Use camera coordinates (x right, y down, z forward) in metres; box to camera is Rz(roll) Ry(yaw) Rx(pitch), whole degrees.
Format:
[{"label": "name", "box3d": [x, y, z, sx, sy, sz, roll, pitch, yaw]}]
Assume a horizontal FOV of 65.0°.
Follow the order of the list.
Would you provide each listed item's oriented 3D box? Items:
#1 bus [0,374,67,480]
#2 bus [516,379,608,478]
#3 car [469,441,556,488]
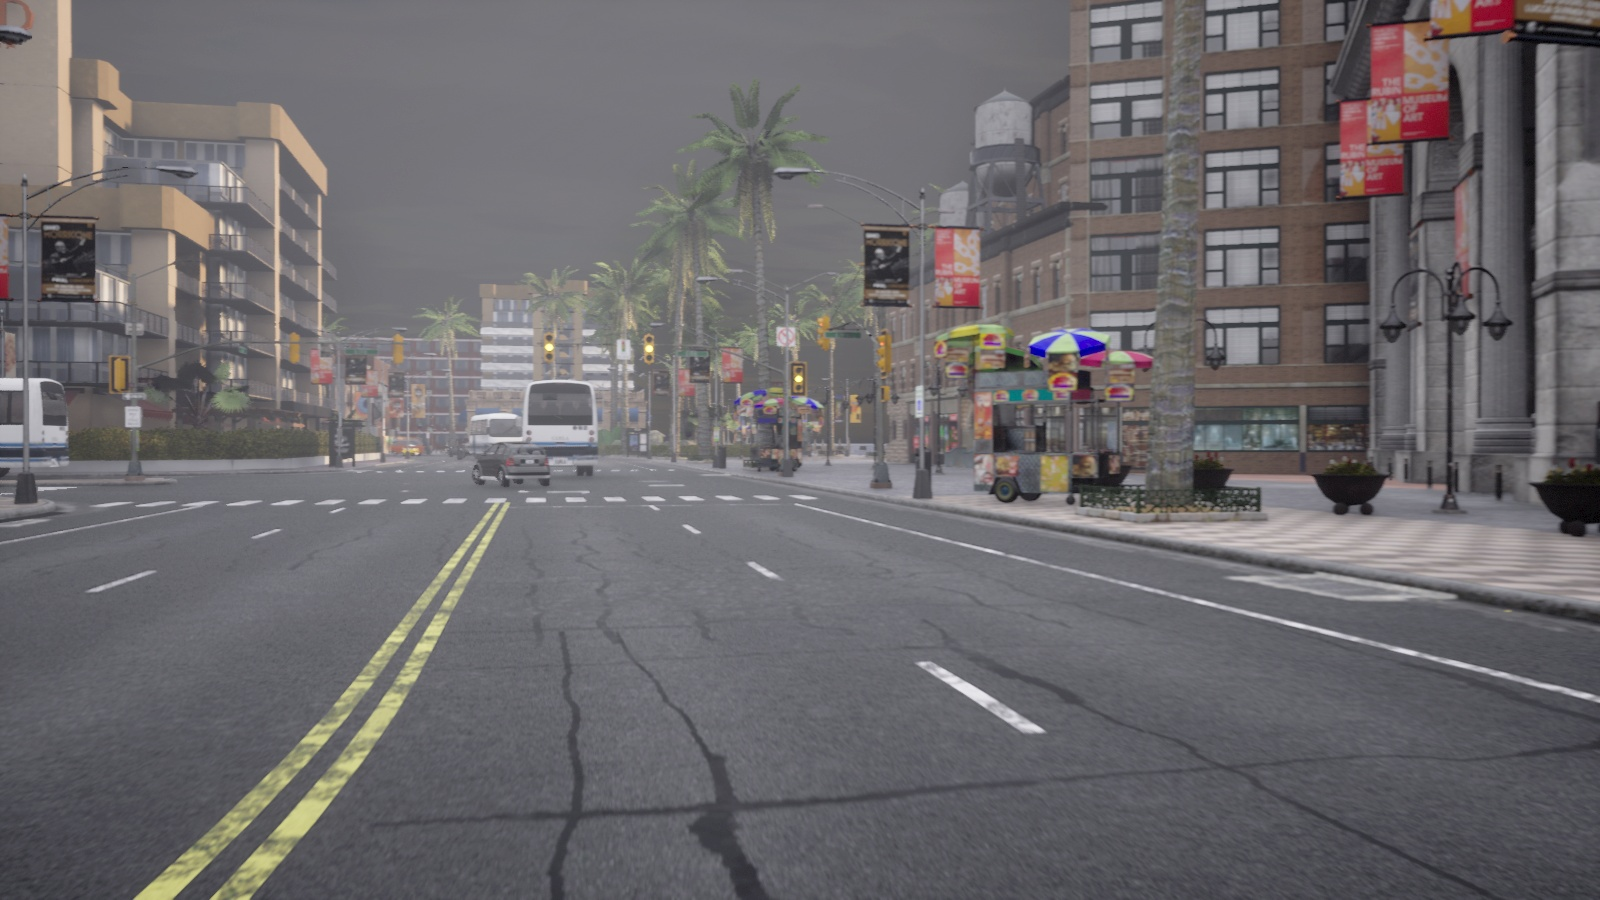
[{"label": "bus", "box3d": [-36.510, -0.919, 51.602, 10.273, 4.253, 3.944, 0, 0, -12]}, {"label": "bus", "box3d": [-11.376, -0.966, 59.663, 3.944, 4.253, 10.273, 0, 0, -12]}, {"label": "car", "box3d": [-10.147, 0.477, 44.178, 1.789, 1.549, 3.705, 0, 0, -34]}]
